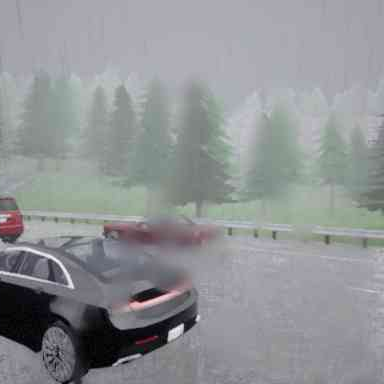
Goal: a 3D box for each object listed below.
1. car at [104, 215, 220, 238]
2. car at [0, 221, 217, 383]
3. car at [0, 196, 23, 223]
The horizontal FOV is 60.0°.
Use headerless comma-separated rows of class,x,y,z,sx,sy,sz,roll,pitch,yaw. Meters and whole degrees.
car,-1.383,1.557,13.242,4.718,1.301,1.895,0,0,33
car,-2.203,1.472,5.367,4.902,1.511,2.128,0,0,34
car,-9.555,1.168,14.222,5.566,2.045,2.150,0,0,31
